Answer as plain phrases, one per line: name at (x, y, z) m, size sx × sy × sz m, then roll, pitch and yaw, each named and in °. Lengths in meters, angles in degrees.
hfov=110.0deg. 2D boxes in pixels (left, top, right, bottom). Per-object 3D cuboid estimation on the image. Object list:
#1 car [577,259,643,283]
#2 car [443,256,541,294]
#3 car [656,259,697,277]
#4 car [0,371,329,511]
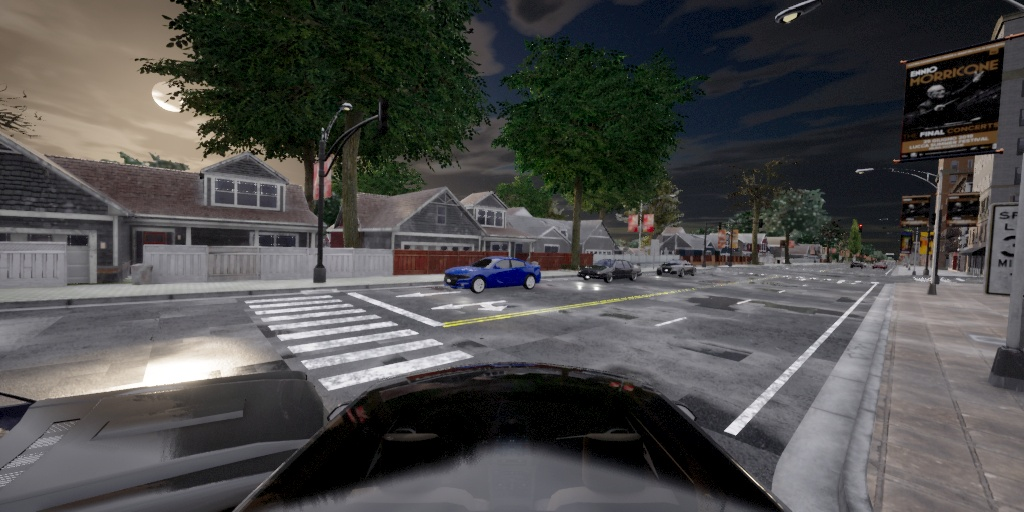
car at (6.529, 0.900, 23.415) m, size 5.357 × 1.411 × 2.033 m, roll 0°, pitch 3°, yaw -43°
car at (-0.789, 0.770, 16.656) m, size 5.008 × 1.535 × 1.882 m, roll 0°, pitch 3°, yaw -43°
car at (13.879, 0.980, 30.175) m, size 4.181 × 1.385 × 1.994 m, roll 0°, pitch 3°, yaw -43°
car at (-3.322, 1.279, 1.524) m, size 4.718 × 1.301 × 1.895 m, roll 1°, pitch 2°, yaw -33°
